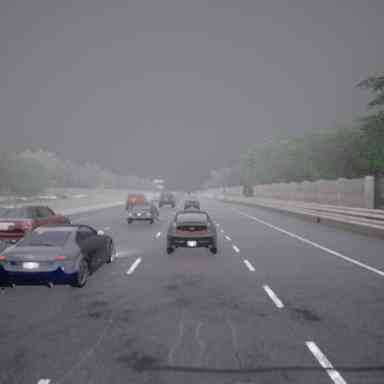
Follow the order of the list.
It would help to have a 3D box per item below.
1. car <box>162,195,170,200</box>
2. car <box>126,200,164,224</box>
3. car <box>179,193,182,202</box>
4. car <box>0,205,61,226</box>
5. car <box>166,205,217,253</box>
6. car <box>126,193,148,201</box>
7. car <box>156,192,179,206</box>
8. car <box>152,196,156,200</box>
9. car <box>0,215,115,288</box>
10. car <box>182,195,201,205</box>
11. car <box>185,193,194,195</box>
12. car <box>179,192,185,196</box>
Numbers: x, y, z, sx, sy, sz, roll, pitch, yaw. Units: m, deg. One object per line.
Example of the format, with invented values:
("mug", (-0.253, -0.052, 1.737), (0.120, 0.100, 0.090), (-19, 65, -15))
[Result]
("car", (-7.007, 1.444, 89.870), (1.994, 1.385, 4.181), (0, 0, 0))
("car", (-3.500, 1.537, 24.533), (2.033, 1.411, 5.357), (0, 0, 0))
("car", (-3.506, 1.441, 67.712), (1.812, 1.442, 4.674), (0, 0, 0))
("car", (-7.000, 1.351, 14.580), (2.097, 1.767, 4.553), (0, 0, 0))
("car", (-0.002, 1.507, 13.747), (1.837, 1.490, 4.892), (0, 0, 0))
("car", (-7.004, 1.179, 42.591), (2.150, 2.045, 5.566), (0, 0, 0))
("car", (-3.503, 1.168, 47.989), (2.150, 2.045, 5.566), (0, 0, 0))
("car", (-7.005, 1.479, 67.700), (1.994, 1.385, 4.181), (0, 0, 0))
("car", (-3.500, 1.566, 9.234), (1.994, 1.385, 4.181), (0, 0, 0))
("car", (-0.003, 1.467, 40.733), (1.837, 1.490, 4.892), (0, 0, 0))
("car", (-0.006, 1.407, 67.722), (2.128, 1.511, 4.902), (0, 0, 0))
("car", (-3.507, 1.115, 91.922), (2.150, 2.045, 5.566), (0, 0, 0))
